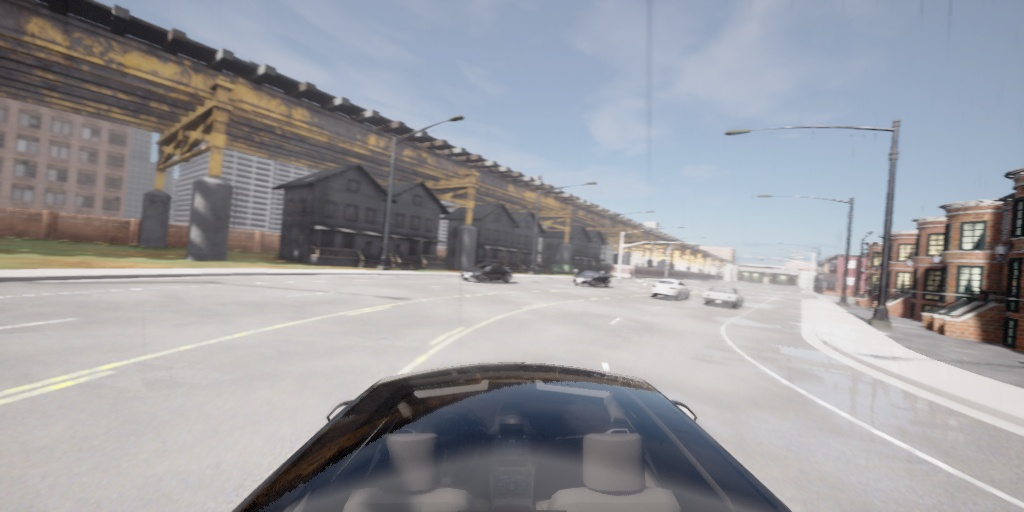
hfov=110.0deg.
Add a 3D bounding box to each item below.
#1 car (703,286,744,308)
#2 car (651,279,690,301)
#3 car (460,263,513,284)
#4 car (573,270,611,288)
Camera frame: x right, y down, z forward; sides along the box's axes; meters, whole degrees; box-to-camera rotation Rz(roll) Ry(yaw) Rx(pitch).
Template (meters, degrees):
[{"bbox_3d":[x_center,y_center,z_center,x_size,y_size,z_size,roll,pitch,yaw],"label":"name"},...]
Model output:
[{"bbox_3d":[14.650,2.755,24.692,1.895,1.301,4.718,5,0,39],"label":"car"},{"bbox_3d":[11.946,2.456,26.888,1.812,1.442,4.674,5,0,39],"label":"car"},{"bbox_3d":[-1.763,1.258,26.776,1.812,1.442,4.674,5,0,37],"label":"car"},{"bbox_3d":[7.323,2.050,32.577,2.128,1.511,4.902,5,0,39],"label":"car"}]
